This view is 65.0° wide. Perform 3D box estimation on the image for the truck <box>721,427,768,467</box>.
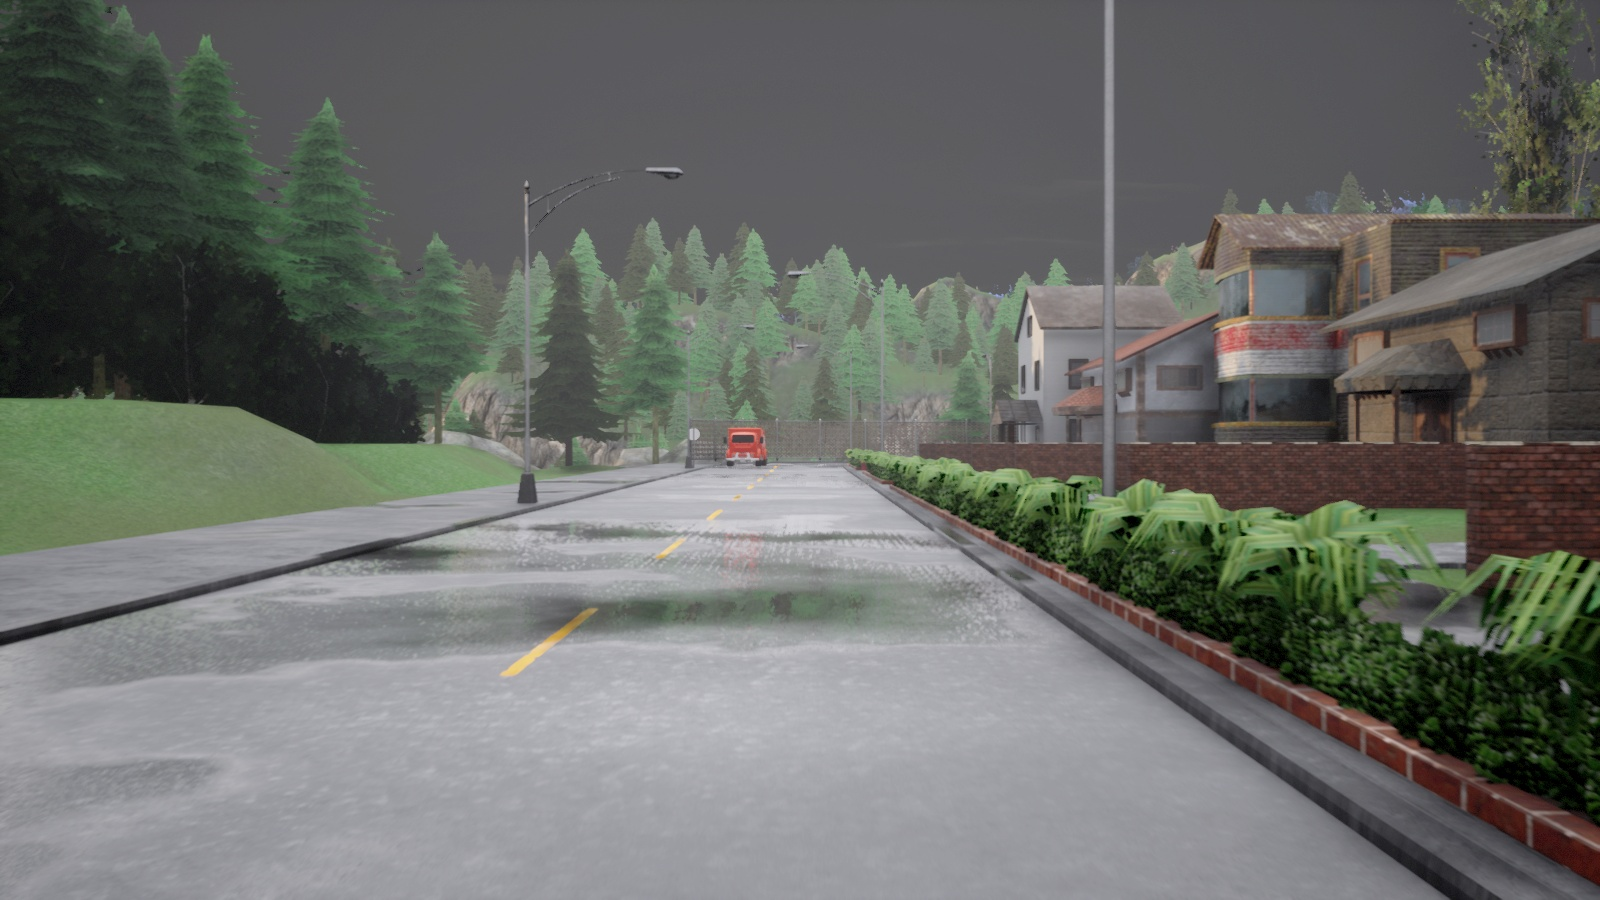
[{"bbox_3d":[-3.480,-0.195,80.208,2.627,2.467,5.204,0,0,2],"label":"truck"}]
